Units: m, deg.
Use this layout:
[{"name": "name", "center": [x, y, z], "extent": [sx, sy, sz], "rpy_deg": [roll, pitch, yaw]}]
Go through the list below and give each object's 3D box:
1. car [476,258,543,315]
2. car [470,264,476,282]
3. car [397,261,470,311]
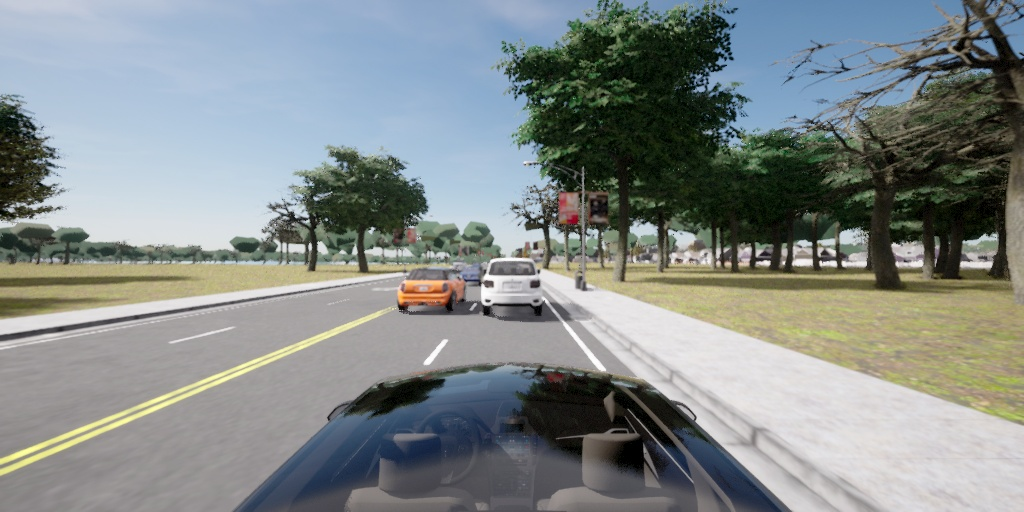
[{"name": "car", "center": [0.012, 1.105, 14.442], "extent": [2.150, 2.045, 5.566], "rpy_deg": [0, 0, 0]}, {"name": "car", "center": [-3.238, 1.583, 29.386], "extent": [2.033, 1.411, 5.357], "rpy_deg": [0, -1, 0]}, {"name": "car", "center": [-3.227, 1.240, 15.279], "extent": [2.097, 1.767, 4.553], "rpy_deg": [0, -1, 0]}]
